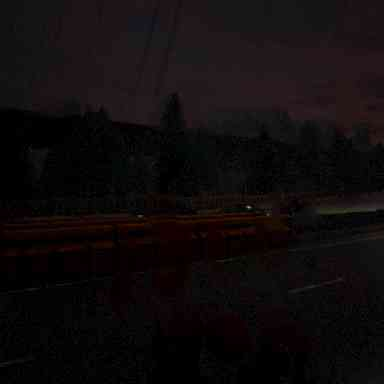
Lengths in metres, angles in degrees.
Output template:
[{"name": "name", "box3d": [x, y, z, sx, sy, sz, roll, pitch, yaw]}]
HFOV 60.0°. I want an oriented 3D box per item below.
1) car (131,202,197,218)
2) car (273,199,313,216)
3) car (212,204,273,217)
[{"name": "car", "box3d": [-1.940, 1.505, 23.800, 4.892, 1.490, 1.837, 0, 0, -34]}, {"name": "car", "box3d": [9.506, 1.400, 31.486, 4.181, 1.385, 1.994, -2, 1, -34]}, {"name": "car", "box3d": [3.263, 1.564, 23.078, 4.181, 1.385, 1.994, 0, 0, -34]}]
